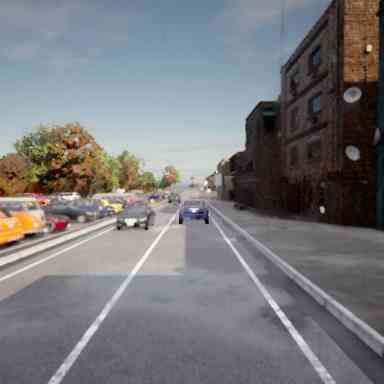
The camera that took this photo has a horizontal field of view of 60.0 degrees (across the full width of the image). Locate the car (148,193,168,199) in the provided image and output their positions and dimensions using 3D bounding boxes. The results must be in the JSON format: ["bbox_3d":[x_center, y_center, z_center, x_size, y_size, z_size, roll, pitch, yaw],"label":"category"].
[{"bbox_3d":[-9.348,1.053,92.411,5.366,1.575,1.946,0,0,0],"label":"car"}]

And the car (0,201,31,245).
[{"bbox_3d":[-9.419,1.375,13.424,4.553,1.767,2.185,0,0,0],"label":"car"}]

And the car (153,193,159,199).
[{"bbox_3d":[-9.008,1.375,57.955,5.366,1.575,1.946,0,0,0],"label":"car"}]

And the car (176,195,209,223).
[{"bbox_3d":[0.132,1.309,24.898,2.097,1.767,4.553,0,0,0],"label":"car"}]

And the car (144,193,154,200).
[{"bbox_3d":[-9.239,1.416,55.173,4.792,1.488,2.163,0,0,0],"label":"car"}]

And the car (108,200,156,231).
[{"bbox_3d":[-3.327,1.461,20.448,2.128,1.511,4.902,0,0,0],"label":"car"}]

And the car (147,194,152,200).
[{"bbox_3d":[-9.228,1.435,52.390,4.674,1.452,2.002,0,0,0],"label":"car"}]

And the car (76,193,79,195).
[{"bbox_3d":[-22.302,1.124,58.034,5.566,2.045,2.435,0,0,0],"label":"car"}]

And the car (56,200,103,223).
[{"bbox_3d":[-9.389,1.518,24.558,4.674,1.452,2.002,0,0,0],"label":"car"}]

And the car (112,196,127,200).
[{"bbox_3d":[-9.524,1.453,32.909,5.366,1.575,1.946,0,0,0],"label":"car"}]

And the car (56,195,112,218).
[{"bbox_3d":[-9.339,1.346,27.340,4.553,1.767,2.185,0,0,0],"label":"car"}]

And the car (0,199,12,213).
[{"bbox_3d":[-22.372,1.475,35.755,4.792,1.488,2.163,0,0,0],"label":"car"}]

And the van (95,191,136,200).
[{"bbox_3d":[-9.189,1.214,38.473,4.442,1.987,1.878,0,0,0],"label":"van"}]

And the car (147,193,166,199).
[{"bbox_3d":[-9.213,1.125,86.759,4.674,1.452,2.002,0,0,0],"label":"car"}]

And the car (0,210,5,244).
[{"bbox_3d":[-9.281,1.503,10.640,5.366,1.575,1.946,0,0,0],"label":"car"}]

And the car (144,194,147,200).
[{"bbox_3d":[-9.251,1.414,46.823,4.892,1.521,2.231,0,0,0],"label":"car"}]

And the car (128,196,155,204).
[{"bbox_3d":[-9.194,1.409,60.598,4.674,1.452,2.002,-1,0,1],"label":"car"}]

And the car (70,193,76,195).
[{"bbox_3d":[-22.321,1.259,55.124,4.553,1.767,2.185,0,0,0],"label":"car"}]

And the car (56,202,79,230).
[{"bbox_3d":[-9.389,1.520,18.991,4.792,1.488,2.163,0,0,0],"label":"car"}]

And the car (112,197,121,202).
[{"bbox_3d":[-9.360,1.465,30.125,4.892,1.521,2.231,0,0,0],"label":"car"}]

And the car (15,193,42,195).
[{"bbox_3d":[-22.383,1.169,43.985,5.566,2.045,2.435,0,0,0],"label":"car"}]

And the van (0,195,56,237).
[{"bbox_3d":[-9.318,1.271,16.144,4.442,1.987,1.878,0,0,0],"label":"van"}]

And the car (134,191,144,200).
[{"bbox_3d":[-9.262,1.179,41.256,5.566,2.045,2.435,0,0,0],"label":"car"}]

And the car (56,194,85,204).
[{"bbox_3d":[-22.226,1.241,60.819,4.553,1.767,2.185,0,0,0],"label":"car"}]

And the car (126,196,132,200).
[{"bbox_3d":[-9.316,1.449,35.691,4.892,1.521,2.231,0,0,0],"label":"car"}]

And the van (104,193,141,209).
[{"bbox_3d":[-9.158,1.196,43.915,4.442,1.987,1.878,0,0,0],"label":"van"}]

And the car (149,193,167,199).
[{"bbox_3d":[-9.189,1.111,89.584,4.674,1.452,2.002,0,0,0],"label":"car"}]

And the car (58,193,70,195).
[{"bbox_3d":[-22.337,1.268,52.339,4.553,1.767,2.185,0,0,0],"label":"car"}]

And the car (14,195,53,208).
[{"bbox_3d":[-22.306,1.285,46.894,4.553,1.767,2.185,0,0,0],"label":"car"}]

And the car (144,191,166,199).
[{"bbox_3d":[-9.263,1.129,83.932,4.792,1.488,2.163,0,0,0],"label":"car"}]

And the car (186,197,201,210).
[{"bbox_3d":[0.173,1.404,43.017,1.837,1.490,4.892,0,0,0],"label":"car"}]

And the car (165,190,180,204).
[{"bbox_3d":[-3.158,1.049,61.576,2.150,2.045,5.566,0,0,1],"label":"car"}]

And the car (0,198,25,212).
[{"bbox_3d":[-22.391,1.437,38.541,5.008,1.535,2.097,0,0,0],"label":"car"}]
